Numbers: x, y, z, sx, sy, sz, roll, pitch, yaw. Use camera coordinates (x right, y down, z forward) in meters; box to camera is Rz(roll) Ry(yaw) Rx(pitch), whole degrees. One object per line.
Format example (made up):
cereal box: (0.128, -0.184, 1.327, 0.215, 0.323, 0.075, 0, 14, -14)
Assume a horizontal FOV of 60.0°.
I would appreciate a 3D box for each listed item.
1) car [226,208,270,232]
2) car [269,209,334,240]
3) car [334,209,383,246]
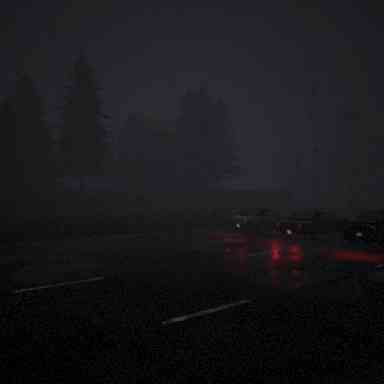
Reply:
car: (4.390, 1.613, 19.898, 4.718, 1.301, 1.895, 0, 0, -35)
car: (6.422, 1.613, 17.048, 4.718, 1.301, 1.895, 0, 0, -35)
car: (8.430, 1.482, 14.182, 5.008, 1.535, 1.882, 0, 0, -35)
